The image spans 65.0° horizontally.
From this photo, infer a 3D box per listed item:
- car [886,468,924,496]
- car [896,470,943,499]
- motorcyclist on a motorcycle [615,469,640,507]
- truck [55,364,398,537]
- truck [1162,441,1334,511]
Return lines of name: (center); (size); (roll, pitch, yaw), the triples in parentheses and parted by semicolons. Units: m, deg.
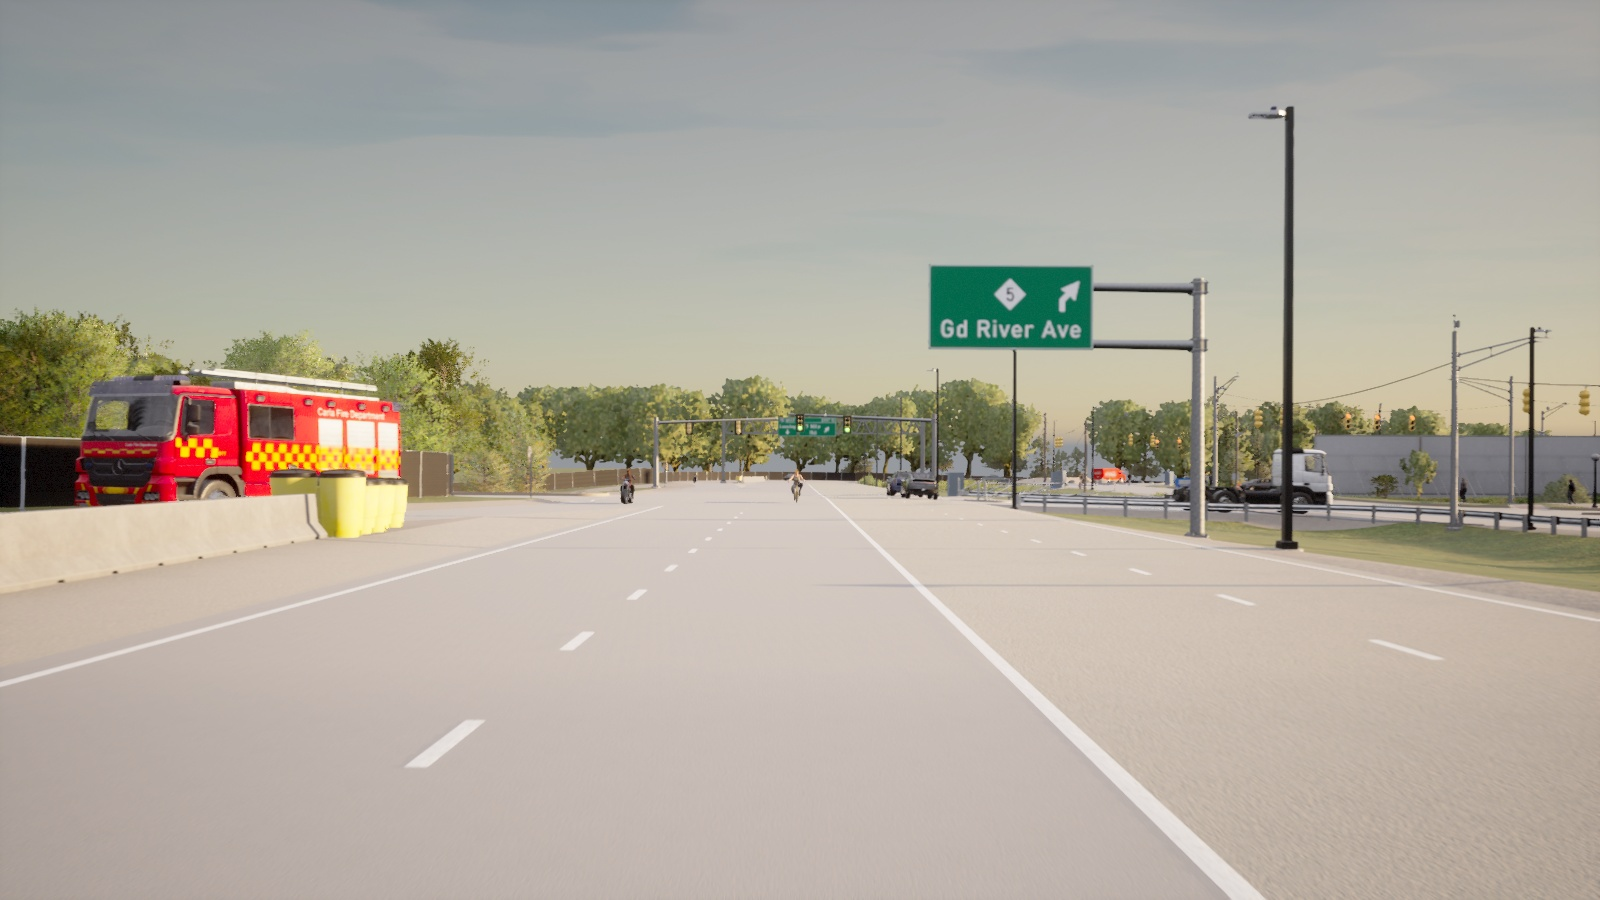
car: (6.820, 2.072, 82.066); (2.097, 1.767, 4.553); (0, -1, 0)
car: (6.848, 1.970, 72.329); (2.128, 1.511, 4.902); (2, -1, 0)
motorcyclist on a motorcycle: (-7.808, 1.711, 56.913); (0.766, 1.649, 2.350); (0, -1, 1)
truck: (-14.269, 0.092, 32.314); (2.891, 3.827, 8.468); (0, -1, 20)
truck: (23.341, 1.355, 65.681); (7.936, 3.462, 2.891); (1, -1, 1)
